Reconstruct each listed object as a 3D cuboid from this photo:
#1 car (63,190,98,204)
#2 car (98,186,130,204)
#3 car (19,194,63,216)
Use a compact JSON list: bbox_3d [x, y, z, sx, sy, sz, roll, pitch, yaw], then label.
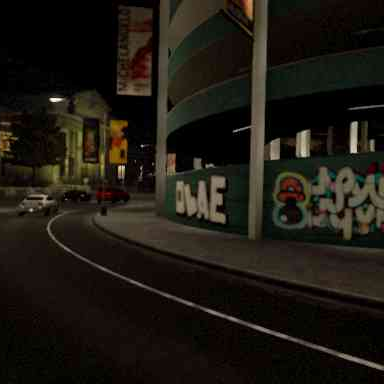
[{"bbox_3d":[-13.554,0.565,39.605,1.837,1.490,4.892,1,1,12],"label":"car"},{"bbox_3d":[-9.654,0.351,41.015,2.150,2.045,5.566,2,1,14],"label":"car"},{"bbox_3d":[-10.846,0.897,23.762,1.812,1.442,4.674,1,1,-11],"label":"car"}]
